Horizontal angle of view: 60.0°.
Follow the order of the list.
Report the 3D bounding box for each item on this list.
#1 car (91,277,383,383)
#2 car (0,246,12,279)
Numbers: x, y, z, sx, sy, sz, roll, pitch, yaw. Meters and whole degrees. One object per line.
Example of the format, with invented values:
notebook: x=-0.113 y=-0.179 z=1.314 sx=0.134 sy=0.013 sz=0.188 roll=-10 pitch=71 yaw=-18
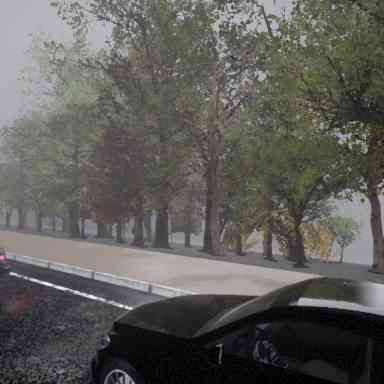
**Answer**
car: x=1.139 y=1.526 z=2.873 sx=4.674 sy=1.442 sz=1.812 roll=0 pitch=0 yaw=36
car: x=-6.705 y=1.548 z=8.523 sx=5.357 sy=1.411 sz=2.033 roll=0 pitch=0 yaw=36
